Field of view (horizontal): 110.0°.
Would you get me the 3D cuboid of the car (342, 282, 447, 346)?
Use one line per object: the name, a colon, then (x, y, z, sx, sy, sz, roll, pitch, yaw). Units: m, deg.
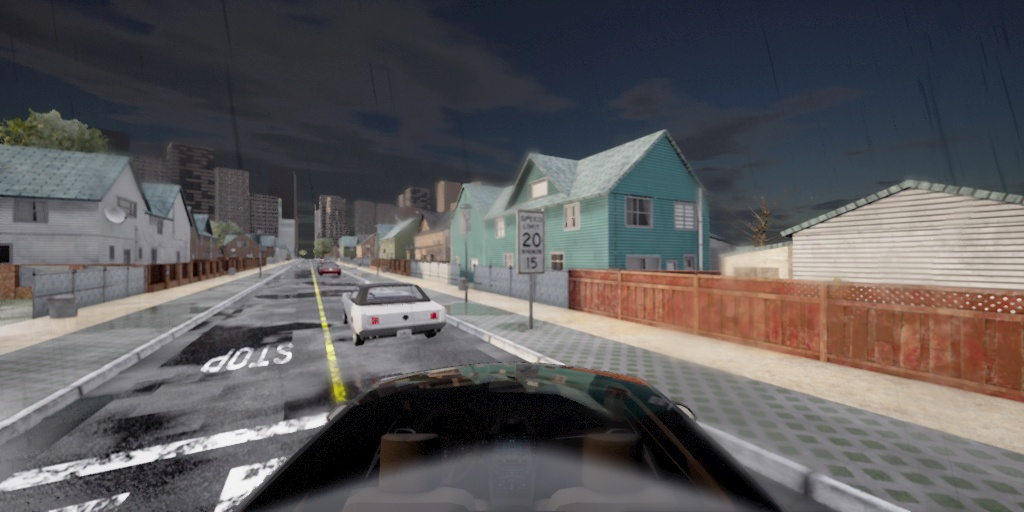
car: (-3.370, 1.346, 9.547, 1.895, 1.301, 4.718, 0, 0, -29)

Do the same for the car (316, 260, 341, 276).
car: (-18.884, 1.293, 37.116, 1.994, 1.385, 4.181, 0, 0, -30)

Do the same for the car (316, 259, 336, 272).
car: (-23.752, 1.216, 45.619, 2.128, 1.511, 4.902, 0, 0, -29)
